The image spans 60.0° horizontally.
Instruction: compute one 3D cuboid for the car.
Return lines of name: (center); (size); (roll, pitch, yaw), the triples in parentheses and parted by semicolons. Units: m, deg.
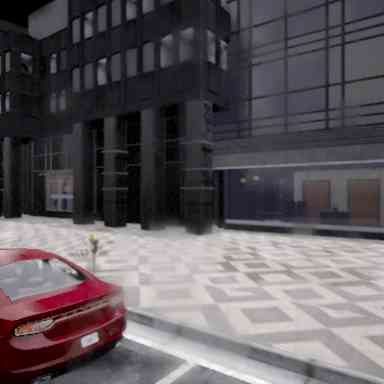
car: (-2.982, 1.549, 5.090); (4.507, 1.381, 1.887); (0, 0, 36)
